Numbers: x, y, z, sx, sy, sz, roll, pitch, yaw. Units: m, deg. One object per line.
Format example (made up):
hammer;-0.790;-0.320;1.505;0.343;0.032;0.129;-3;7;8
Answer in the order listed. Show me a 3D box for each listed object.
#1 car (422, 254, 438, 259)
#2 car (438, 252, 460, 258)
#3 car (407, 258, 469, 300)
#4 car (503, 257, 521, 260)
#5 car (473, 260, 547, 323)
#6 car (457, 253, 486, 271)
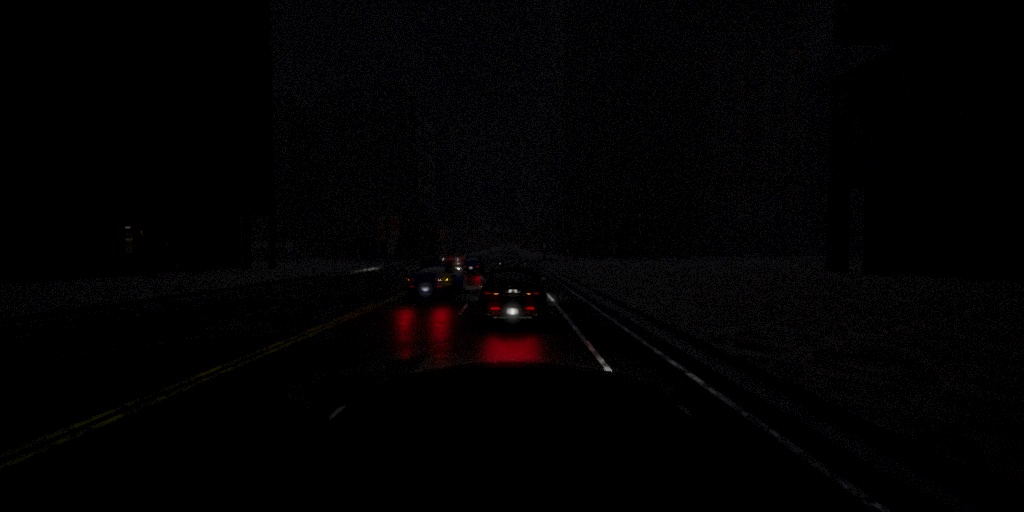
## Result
car;-9.835;0.475;44.020;2.033;1.411;5.357;0;1;0
car;-6.606;0.343;40.512;2.097;1.767;4.553;0;1;0
car;-3.191;0.996;15.553;1.812;1.442;4.674;0;1;0
car;0.020;0.811;26.208;2.033;1.411;5.357;0;1;0
car;0.037;1.061;11.216;1.837;1.490;4.892;0;1;1
car;-3.204;0.706;30.514;1.812;1.442;4.674;0;1;0
